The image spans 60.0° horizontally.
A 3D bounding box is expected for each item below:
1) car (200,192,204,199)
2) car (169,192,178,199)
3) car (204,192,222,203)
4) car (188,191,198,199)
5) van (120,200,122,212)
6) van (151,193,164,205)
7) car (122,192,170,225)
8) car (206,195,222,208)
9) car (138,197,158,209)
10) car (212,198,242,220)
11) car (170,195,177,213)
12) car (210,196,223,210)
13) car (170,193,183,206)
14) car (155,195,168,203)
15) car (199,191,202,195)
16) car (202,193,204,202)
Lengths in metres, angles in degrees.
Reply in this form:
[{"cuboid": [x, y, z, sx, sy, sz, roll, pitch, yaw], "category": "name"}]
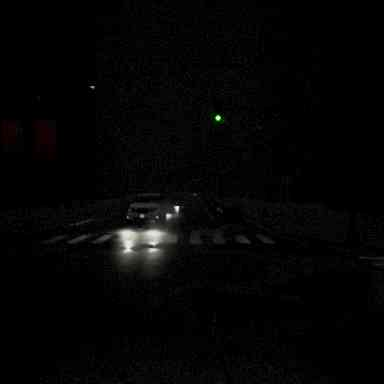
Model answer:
[{"cuboid": [3.131, 1.118, 64.502, 1.967, 1.590, 4.097, 0, 0, 0], "category": "car"}, {"cuboid": [-5.215, 0.857, 92.114, 2.192, 1.841, 5.009, 0, 0, 0], "category": "car"}, {"cuboid": [2.988, 1.100, 42.449, 2.192, 1.841, 5.009, 0, 0, 0], "category": "car"}, {"cuboid": [0.519, 1.154, 88.007, 1.895, 1.301, 4.718, 0, 0, 0], "category": "car"}, {"cuboid": [-5.609, 1.177, 31.477, 1.690, 1.788, 3.998, 0, 0, 0], "category": "van"}, {"cuboid": [-5.466, 1.069, 53.527, 1.690, 1.788, 3.998, 0, 0, 0], "category": "van"}, {"cuboid": [-3.000, 1.101, 23.086, 2.150, 2.045, 5.566, 0, 0, 1], "category": "car"}, {"cuboid": [2.951, 1.363, 36.938, 2.008, 1.369, 4.403, 0, 0, 0], "category": "car"}, {"cuboid": [-5.538, 1.348, 42.503, 1.947, 1.339, 4.313, 0, 0, 0], "category": "car"}, {"cuboid": [2.880, 1.418, 25.912, 2.008, 1.369, 4.403, 0, 0, 0], "category": "car"}, {"cuboid": [-2.920, 1.371, 34.177, 2.033, 1.411, 5.357, 0, 0, 0], "category": "car"}, {"cuboid": [2.917, 1.364, 31.595, 1.752, 1.417, 4.829, 0, 0, 0], "category": "car"}, {"cuboid": [-2.780, 1.253, 49.255, 1.837, 1.490, 4.892, 0, 1, 1], "category": "car"}, {"cuboid": [-5.430, 1.245, 59.040, 1.887, 1.381, 4.507, 0, 0, 0], "category": "car"}, {"cuboid": [3.238, 1.038, 81.041, 1.967, 1.590, 4.097, 0, 0, 0], "category": "car"}, {"cuboid": [3.096, 1.229, 59.160, 1.752, 1.417, 4.829, 0, 0, 0], "category": "car"}]
